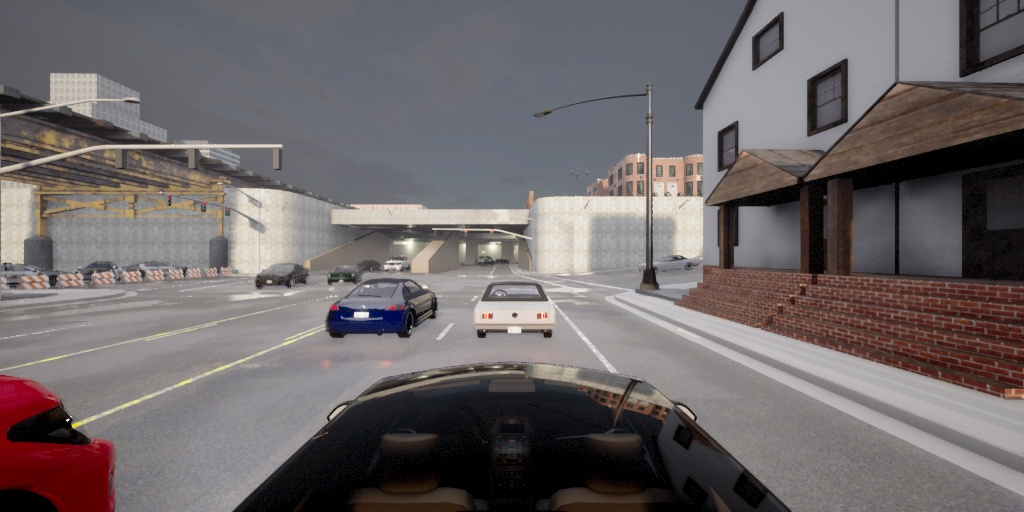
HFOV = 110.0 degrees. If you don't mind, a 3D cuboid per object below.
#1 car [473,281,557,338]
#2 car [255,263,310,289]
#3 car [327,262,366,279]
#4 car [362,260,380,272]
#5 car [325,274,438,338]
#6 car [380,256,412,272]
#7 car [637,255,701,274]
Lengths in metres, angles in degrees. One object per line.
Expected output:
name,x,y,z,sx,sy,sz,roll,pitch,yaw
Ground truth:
car,0.071,1.351,10.156,1.895,1.301,4.718,0,0,0
car,-14.707,1.227,23.216,1.882,1.535,5.008,0,0,-15
car,-11.927,1.351,25.739,1.895,1.301,4.718,0,0,-18
car,-18.336,1.228,45.907,1.882,1.535,5.008,0,0,-1
car,-3.431,1.314,10.201,1.994,1.385,4.181,0,0,0
car,-14.856,0.972,46.714,2.150,2.045,5.566,0,0,-2
car,13.056,0.665,30.135,4.718,1.301,1.895,-7,0,0
